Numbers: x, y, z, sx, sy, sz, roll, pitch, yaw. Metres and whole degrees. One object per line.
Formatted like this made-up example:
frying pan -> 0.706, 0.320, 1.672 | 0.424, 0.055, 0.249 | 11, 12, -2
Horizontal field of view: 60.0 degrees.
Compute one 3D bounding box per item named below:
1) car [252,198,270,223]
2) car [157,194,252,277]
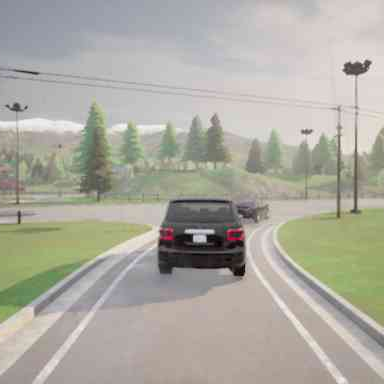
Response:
car -> 3.907, 1.169, 22.291 | 1.837, 1.490, 4.892 | 0, 1, 25
car -> 0.403, 1.071, 9.946 | 2.150, 2.045, 5.566 | 0, 1, 5
